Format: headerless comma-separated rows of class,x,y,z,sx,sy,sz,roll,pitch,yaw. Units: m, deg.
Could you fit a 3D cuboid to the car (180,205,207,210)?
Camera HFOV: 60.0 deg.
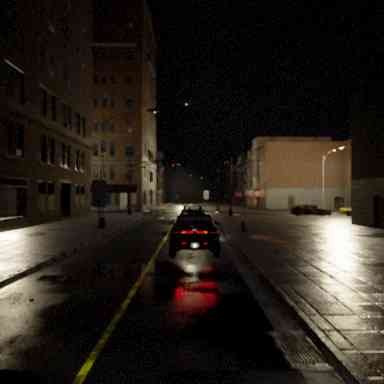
car,0.088,1.722,25.219,2.128,1.511,4.902,0,-1,2

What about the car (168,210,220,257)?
car,0.097,1.625,13.536,1.837,1.490,4.892,0,-2,0

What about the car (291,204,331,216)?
car,13.219,2.035,37.094,4.313,1.339,1.947,0,-1,0

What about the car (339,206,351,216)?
car,19.012,2.039,37.107,4.829,1.417,1.752,0,-1,0
